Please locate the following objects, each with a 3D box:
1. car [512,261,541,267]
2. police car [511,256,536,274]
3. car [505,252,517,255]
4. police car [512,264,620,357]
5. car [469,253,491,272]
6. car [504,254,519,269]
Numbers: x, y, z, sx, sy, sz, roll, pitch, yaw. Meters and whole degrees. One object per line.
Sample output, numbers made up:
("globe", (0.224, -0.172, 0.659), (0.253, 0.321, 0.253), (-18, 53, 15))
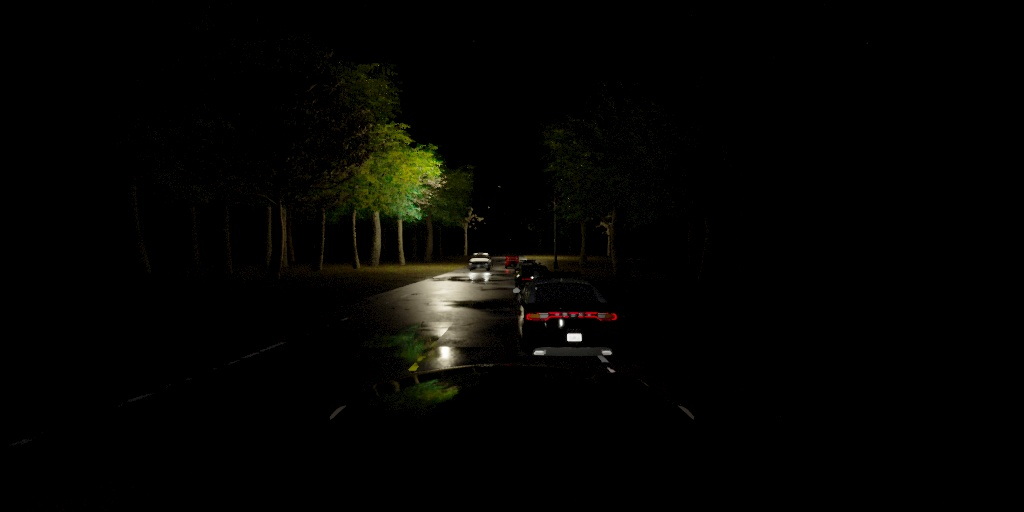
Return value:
("car", (1.062, 1.199, 18.534), (1.837, 1.490, 4.892), (0, 0, 0))
("police car", (1.065, 1.068, 24.645), (1.930, 1.638, 5.238), (0, 0, 0))
("car", (0.036, 0.290, 60.139), (2.150, 2.045, 5.566), (0, 2, 0))
("police car", (1.056, 1.166, 8.645), (1.930, 1.638, 5.238), (0, 0, 0))
("car", (-3.577, 0.697, 40.904), (2.150, 2.045, 5.566), (0, 1, 0))
("car", (0.060, 0.899, 47.254), (1.812, 1.442, 4.674), (0, 1, 1))
